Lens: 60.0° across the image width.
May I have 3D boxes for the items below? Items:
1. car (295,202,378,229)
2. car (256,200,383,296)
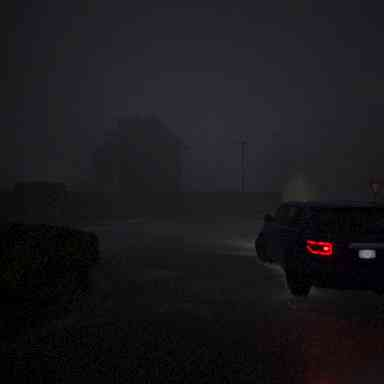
[{"bbox_3d":[9.473,1.481,21.816,5.008,1.535,1.882,0,0,-20],"label":"car"},{"bbox_3d":[3.272,1.224,8.792,2.150,2.045,5.566,0,0,1],"label":"car"}]
